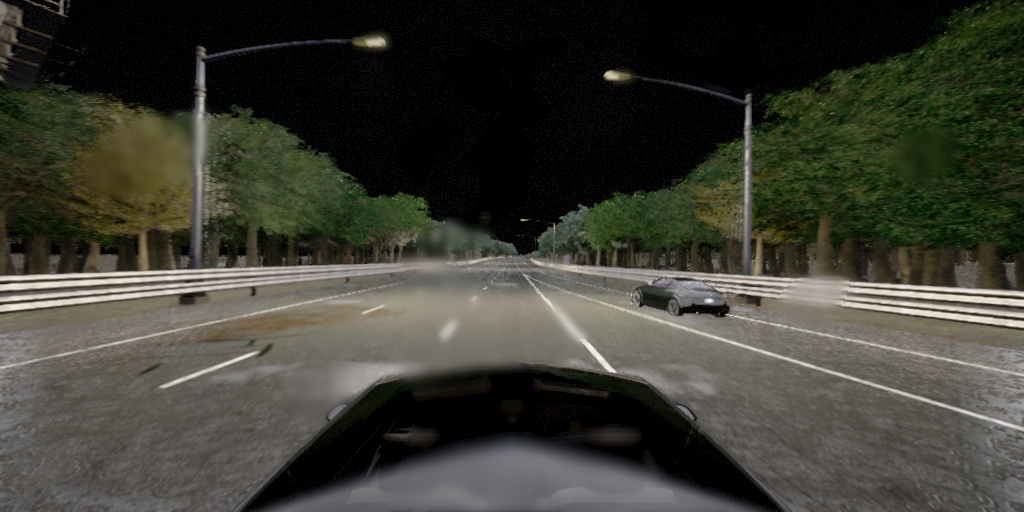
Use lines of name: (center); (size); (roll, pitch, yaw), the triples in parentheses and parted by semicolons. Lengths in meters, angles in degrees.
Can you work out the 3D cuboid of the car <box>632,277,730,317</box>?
car: (6.471, 1.522, 14.214); (1.994, 1.385, 4.181); (1, -1, -7)
